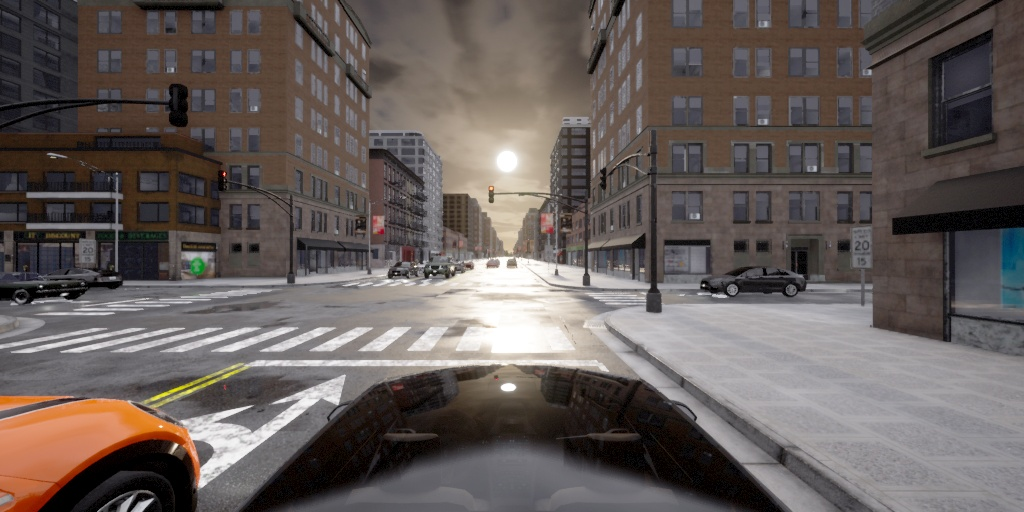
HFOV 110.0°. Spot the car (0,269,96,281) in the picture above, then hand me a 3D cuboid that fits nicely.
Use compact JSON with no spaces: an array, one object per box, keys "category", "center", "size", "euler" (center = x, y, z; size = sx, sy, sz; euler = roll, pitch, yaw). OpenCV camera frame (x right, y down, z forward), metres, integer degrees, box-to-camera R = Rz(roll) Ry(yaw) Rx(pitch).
[{"category":"car","center":[-21.516,1.345,15.462],"size":[4.718,1.301,1.895],"euler":[0,0,0]}]

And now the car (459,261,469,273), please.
[{"category":"car","center":[-6.681,1.310,43.020],"size":[1.994,1.385,4.181],"euler":[0,0,0]}]

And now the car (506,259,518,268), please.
[{"category":"car","center":[-0.021,1.245,63.086],"size":[1.837,1.490,4.892],"euler":[0,0,0]}]

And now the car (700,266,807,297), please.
[{"category":"car","center":[12.424,1.294,18.639],"size":[4.892,1.490,1.837],"euler":[0,0,1]}]

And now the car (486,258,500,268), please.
[{"category":"car","center":[-3.369,1.304,61.948],"size":[1.994,1.385,4.181],"euler":[0,0,0]}]

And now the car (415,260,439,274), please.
[{"category":"car","center":[-9.925,1.272,42.195],"size":[1.812,1.442,4.674],"euler":[0,0,0]}]

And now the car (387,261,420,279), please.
[{"category":"car","center":[-9.906,1.253,33.046],"size":[1.837,1.490,4.892],"euler":[0,0,0]}]

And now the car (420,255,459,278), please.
[{"category":"car","center":[-6.652,0.970,33.600],"size":[2.150,2.045,5.566],"euler":[0,0,0]}]

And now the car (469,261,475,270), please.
[{"category":"car","center":[-6.693,1.344,53.150],"size":[1.895,1.301,4.718],"euler":[0,0,0]}]

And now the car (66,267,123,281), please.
[{"category":"car","center":[-25.411,1.330,20.955],"size":[4.313,1.339,1.948],"euler":[0,0,0]}]

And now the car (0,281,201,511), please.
[{"category":"car","center":[-3.237,1.102,0.601],"size":[2.097,1.767,4.553],"euler":[0,0,0]}]
